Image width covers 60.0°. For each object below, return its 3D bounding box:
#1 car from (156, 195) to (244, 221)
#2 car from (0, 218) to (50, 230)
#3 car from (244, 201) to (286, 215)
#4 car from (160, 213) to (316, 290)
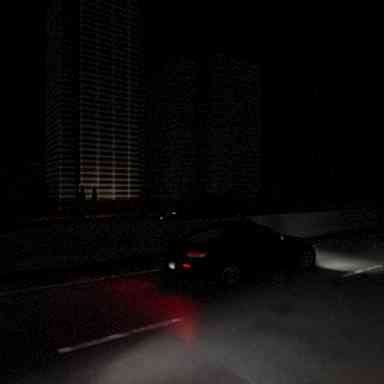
[{"bbox_3d":[0.412,1.227,21.523,5.566,2.045,2.150,0,0,-36],"label":"car"},{"bbox_3d":[-7.310,1.609,11.677,4.718,1.301,1.895,0,0,-36],"label":"car"},{"bbox_3d":[6.112,1.551,29.920,5.357,1.411,2.033,0,0,-36],"label":"car"},{"bbox_3d":[1.407,1.527,9.086,4.674,1.442,1.812,0,0,-35],"label":"car"}]
